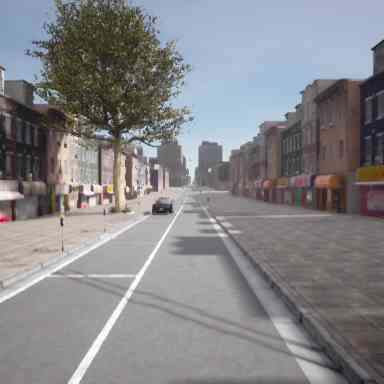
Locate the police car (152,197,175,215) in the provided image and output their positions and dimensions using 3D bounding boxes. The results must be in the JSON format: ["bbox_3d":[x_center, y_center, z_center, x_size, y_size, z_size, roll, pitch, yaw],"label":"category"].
[{"bbox_3d":[-2.750,1.331,32.452,1.930,1.638,5.238,0,0,0],"label":"police car"}]
